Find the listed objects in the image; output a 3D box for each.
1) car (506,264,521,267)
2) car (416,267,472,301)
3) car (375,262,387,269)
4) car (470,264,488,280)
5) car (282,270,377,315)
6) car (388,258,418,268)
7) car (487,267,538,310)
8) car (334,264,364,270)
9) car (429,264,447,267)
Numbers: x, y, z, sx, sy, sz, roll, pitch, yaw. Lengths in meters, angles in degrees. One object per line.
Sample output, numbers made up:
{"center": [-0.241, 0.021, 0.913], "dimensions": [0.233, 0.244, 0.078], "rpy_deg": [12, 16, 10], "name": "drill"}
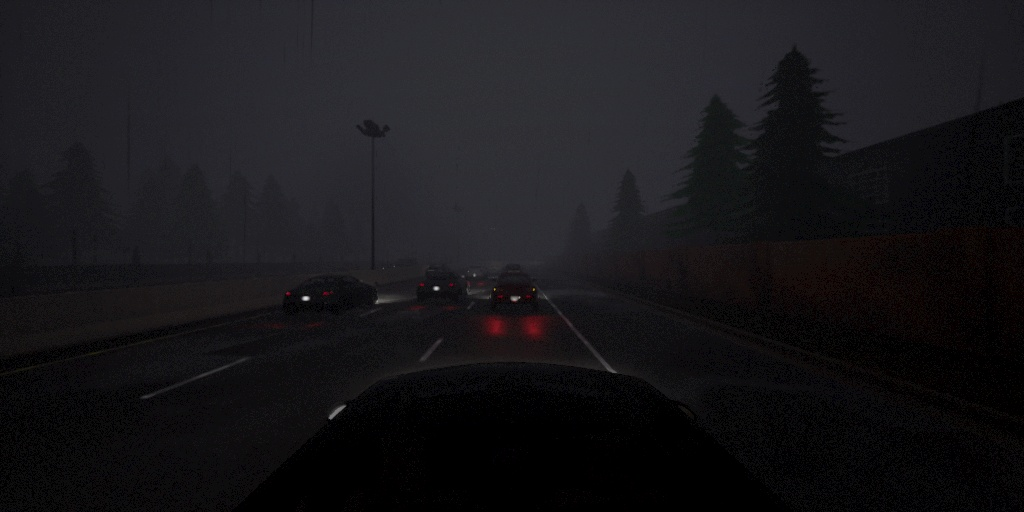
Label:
{"center": [0.110, 1.499, 33.767], "dimensions": [1.837, 1.490, 4.892], "rpy_deg": [0, 0, 0], "name": "car"}
{"center": [-3.395, 1.438, 18.090], "dimensions": [1.994, 1.385, 4.181], "rpy_deg": [0, 0, 0], "name": "car"}
{"center": [-17.548, 1.613, 49.450], "dimensions": [1.837, 1.490, 4.892], "rpy_deg": [0, 0, 0], "name": "car"}
{"center": [-3.395, 1.525, 34.865], "dimensions": [1.812, 1.442, 4.674], "rpy_deg": [0, 0, 0], "name": "car"}
{"center": [-6.897, 1.406, 14.000], "dimensions": [1.994, 1.385, 4.181], "rpy_deg": [0, 0, 0], "name": "car"}
{"center": [-14.055, 1.319, 47.650], "dimensions": [2.150, 2.045, 5.566], "rpy_deg": [0, -1, 0], "name": "car"}
{"center": [0.094, 1.378, 15.329], "dimensions": [1.812, 1.442, 4.674], "rpy_deg": [0, 0, 0], "name": "car"}
{"center": [-21.053, 1.685, 46.330], "dimensions": [1.895, 1.301, 4.718], "rpy_deg": [0, 0, 0], "name": "car"}
{"center": [-6.889, 1.486, 34.056], "dimensions": [2.128, 1.511, 4.902], "rpy_deg": [0, 0, 0], "name": "car"}
